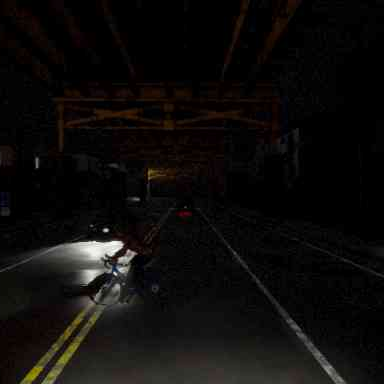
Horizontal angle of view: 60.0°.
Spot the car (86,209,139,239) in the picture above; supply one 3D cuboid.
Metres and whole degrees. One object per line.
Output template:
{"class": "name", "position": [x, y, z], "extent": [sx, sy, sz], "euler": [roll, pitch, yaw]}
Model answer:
{"class": "car", "position": [-3.926, 1.564, 17.065], "extent": [1.994, 1.385, 4.181], "euler": [0, 0, -1]}

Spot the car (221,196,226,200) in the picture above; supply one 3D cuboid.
{"class": "car", "position": [10.221, 1.453, 90.080], "extent": [4.974, 1.542, 2.038], "euler": [0, 0, 29]}

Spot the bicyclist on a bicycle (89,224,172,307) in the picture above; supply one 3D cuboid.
{"class": "bicyclist on a bicycle", "position": [-1.222, 1.455, 6.533], "extent": [1.656, 1.620, 0.582], "euler": [-2, 0, -1]}

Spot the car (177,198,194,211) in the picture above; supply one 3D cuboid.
{"class": "car", "position": [-0.805, 1.504, 41.050], "extent": [1.837, 1.490, 4.892], "euler": [0, 0, -1]}
